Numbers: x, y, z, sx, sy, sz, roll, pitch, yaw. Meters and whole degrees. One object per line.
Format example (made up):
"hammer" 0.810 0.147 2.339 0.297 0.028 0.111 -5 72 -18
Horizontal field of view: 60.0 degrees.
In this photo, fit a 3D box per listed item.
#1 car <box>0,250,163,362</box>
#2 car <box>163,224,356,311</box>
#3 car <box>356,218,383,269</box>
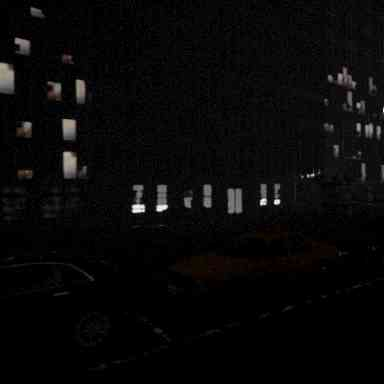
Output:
"car" -2.853 1.551 4.538 4.403 1.369 2.008 0 -1 -36
"car" 1.586 1.523 7.710 4.829 1.417 1.752 0 -1 -36
"car" 6.302 1.541 11.077 4.507 1.381 1.887 0 -1 -36
